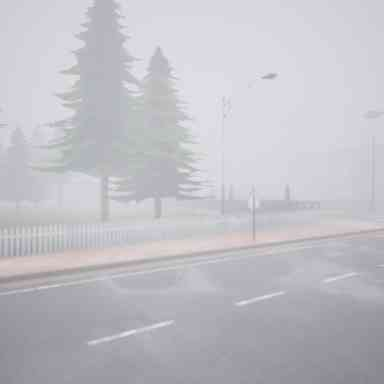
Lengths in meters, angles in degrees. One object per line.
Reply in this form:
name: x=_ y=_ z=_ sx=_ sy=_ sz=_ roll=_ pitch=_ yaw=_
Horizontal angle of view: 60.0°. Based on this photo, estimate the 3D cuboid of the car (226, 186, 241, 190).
car: x=7.965 y=-0.203 z=69.827 sx=2.150 sy=2.045 sz=5.566 roll=0 pitch=7 yaw=-37

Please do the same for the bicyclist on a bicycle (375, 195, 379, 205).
bicyclist on a bicycle: x=31.782 y=1.392 z=57.191 sx=1.656 sy=1.620 sz=0.582 roll=0 pitch=0 yaw=-37

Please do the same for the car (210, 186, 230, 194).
car: x=5.161 y=0.129 z=67.731 sx=2.033 sy=1.411 sz=5.357 roll=0 pitch=6 yaw=-37

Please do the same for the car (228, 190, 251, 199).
car: x=8.299 y=1.112 z=51.785 sx=2.097 sy=1.767 sz=4.553 roll=0 pitch=3 yaw=-37

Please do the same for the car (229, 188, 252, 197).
car: x=10.487 y=0.129 z=72.296 sx=1.895 sy=1.301 sz=4.718 roll=0 pitch=7 yaw=-37

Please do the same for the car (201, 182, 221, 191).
car: x=4.489 y=-1.277 z=80.271 sx=2.128 sy=1.511 sz=4.902 roll=0 pitch=7 yaw=-37
